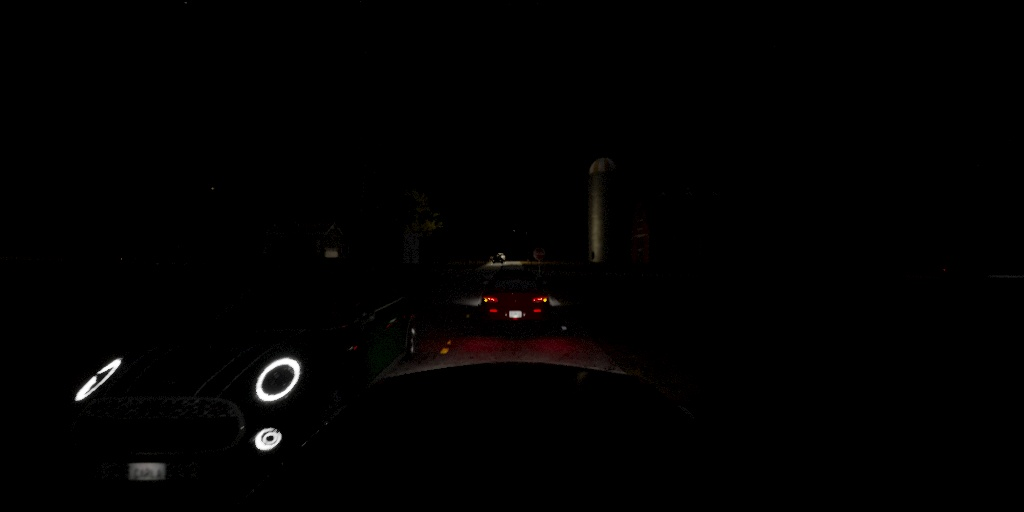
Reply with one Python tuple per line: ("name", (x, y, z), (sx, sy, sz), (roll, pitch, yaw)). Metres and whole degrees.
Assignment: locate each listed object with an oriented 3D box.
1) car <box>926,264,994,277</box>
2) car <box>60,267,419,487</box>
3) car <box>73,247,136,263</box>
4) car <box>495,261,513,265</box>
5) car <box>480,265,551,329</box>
("car", (44.329, 1.407, 35.494), (4.718, 1.301, 1.895), (0, 0, 0))
("car", (-2.845, 1.063, 5.035), (2.097, 1.767, 4.553), (0, 1, 0))
("car", (-39.968, -0.101, 35.239), (4.892, 1.490, 1.837), (2, 0, 0))
("car", (0.076, 1.148, 21.093), (1.895, 1.301, 4.718), (0, 0, 1))
("car", (0.092, 1.174, 10.741), (1.812, 1.442, 4.674), (0, 1, 0))
